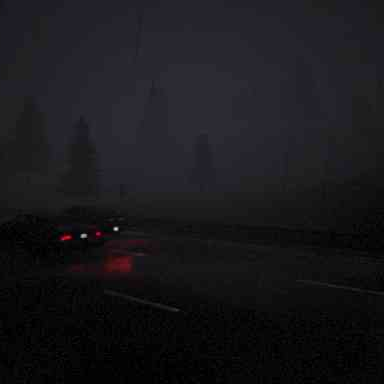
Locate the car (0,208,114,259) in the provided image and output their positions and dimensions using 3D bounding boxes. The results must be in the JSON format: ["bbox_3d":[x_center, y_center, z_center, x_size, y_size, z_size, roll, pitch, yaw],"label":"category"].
[{"bbox_3d":[-5.555,1.456,12.253,5.357,1.411,2.033,1,0,36],"label":"car"}]

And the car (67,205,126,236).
[{"bbox_3d":[-5.409,1.395,16.449,4.892,1.490,1.837,0,0,35],"label":"car"}]
